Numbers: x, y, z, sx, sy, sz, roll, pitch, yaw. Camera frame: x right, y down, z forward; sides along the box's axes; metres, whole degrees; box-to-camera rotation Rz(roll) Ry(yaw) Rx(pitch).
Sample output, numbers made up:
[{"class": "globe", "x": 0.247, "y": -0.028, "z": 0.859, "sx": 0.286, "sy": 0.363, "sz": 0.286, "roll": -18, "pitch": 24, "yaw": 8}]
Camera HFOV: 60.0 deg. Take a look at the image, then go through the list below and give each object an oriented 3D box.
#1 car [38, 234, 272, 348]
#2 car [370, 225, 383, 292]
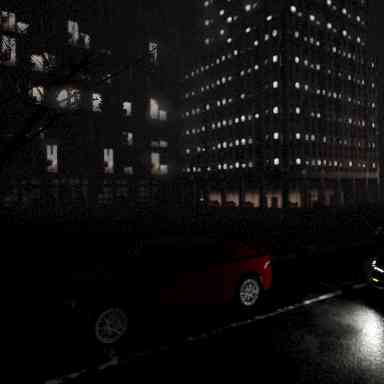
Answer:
[{"class": "car", "x": -0.440, "y": 1.544, "z": 6.263, "sx": 4.507, "sy": 1.381, "sz": 1.887, "roll": 0, "pitch": -1, "yaw": -35}, {"class": "car", "x": 6.002, "y": 1.501, "z": 7.660, "sx": 4.892, "sy": 1.490, "sz": 1.837, "roll": 0, "pitch": 0, "yaw": -35}]
